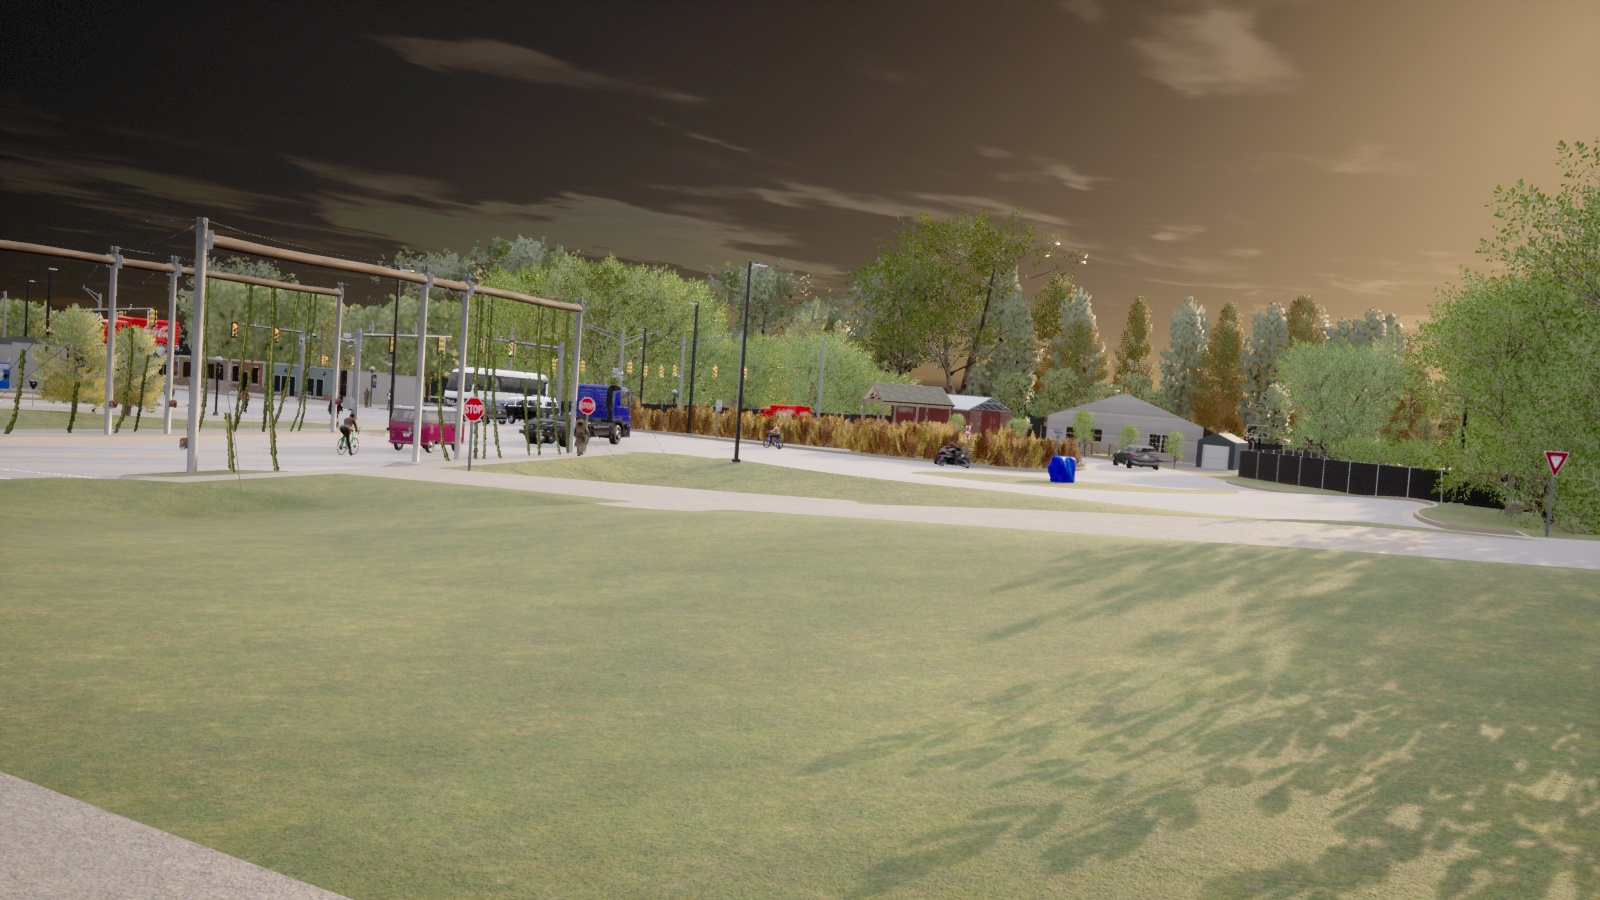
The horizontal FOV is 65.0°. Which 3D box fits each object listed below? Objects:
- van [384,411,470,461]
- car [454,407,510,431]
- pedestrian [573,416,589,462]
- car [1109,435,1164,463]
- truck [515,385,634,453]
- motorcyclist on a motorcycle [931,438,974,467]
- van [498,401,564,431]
[{"bbox_3d":[-16.404,-0.647,55.471,1.775,1.987,4.442,4,2,10],"label":"van"},{"bbox_3d":[-22.151,-2.188,87.417,3.705,1.549,1.789,3,3,35],"label":"car"},{"bbox_3d":[-9.473,-0.477,54.287,0.396,1.930,0.692,4,3,11],"label":"pedestrian"},{"bbox_3d":[23.611,-0.080,88.336,2.242,1.667,4.611,2,3,-4],"label":"car"},{"bbox_3d":[-12.521,-1.824,70.635,2.891,3.462,7.936,4,4,19],"label":"truck"},{"bbox_3d":[8.892,0.132,73.365,2.191,1.530,0.866,3,3,-14],"label":"motorcyclist on a motorcycle"},{"bbox_3d":[-19.261,-2.458,89.871,4.480,2.038,2.069,3,3,36],"label":"van"}]
